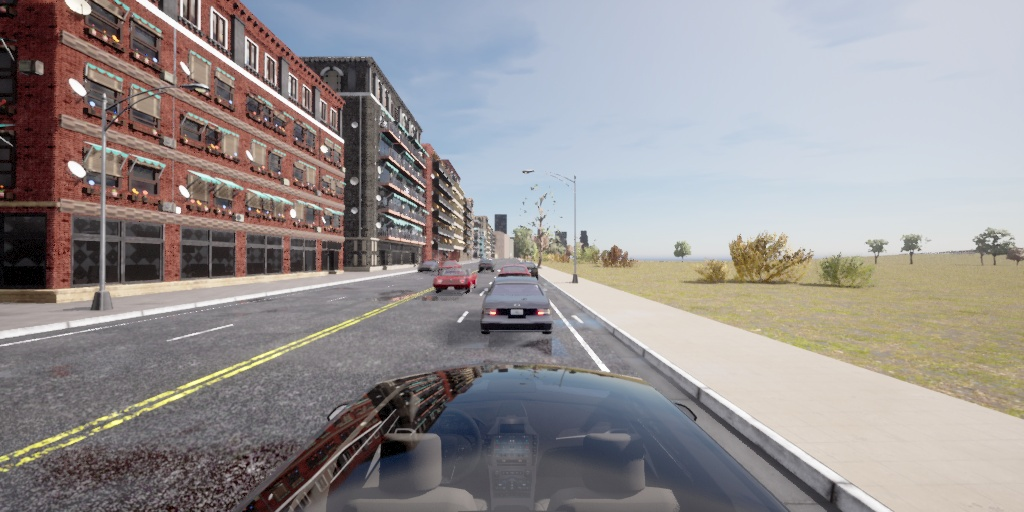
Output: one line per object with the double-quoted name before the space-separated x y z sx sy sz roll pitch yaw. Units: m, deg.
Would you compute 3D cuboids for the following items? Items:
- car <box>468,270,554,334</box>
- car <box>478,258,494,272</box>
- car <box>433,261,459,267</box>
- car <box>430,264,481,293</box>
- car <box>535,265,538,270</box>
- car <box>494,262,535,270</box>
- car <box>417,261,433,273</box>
"car" 0.115 1.298 10.525 2.033 1.411 5.357 0 0 0
"car" -3.070 1.252 44.300 1.837 1.490 4.892 0 -1 0
"car" -6.535 1.228 37.750 1.882 1.535 5.008 0 0 0
"car" -3.118 1.352 20.650 1.895 1.301 4.718 0 0 0
"car" 1.191 1.229 30.503 1.882 1.535 5.008 0 0 0
"car" 0.138 1.229 21.065 1.882 1.535 5.008 0 0 0
"car" -9.775 1.297 42.759 2.033 1.411 5.357 0 0 0
